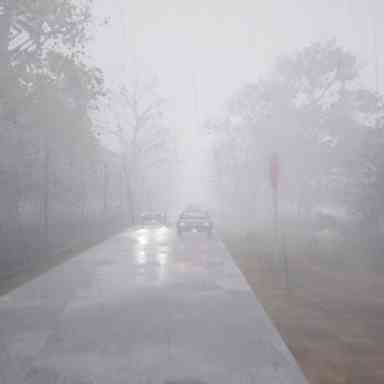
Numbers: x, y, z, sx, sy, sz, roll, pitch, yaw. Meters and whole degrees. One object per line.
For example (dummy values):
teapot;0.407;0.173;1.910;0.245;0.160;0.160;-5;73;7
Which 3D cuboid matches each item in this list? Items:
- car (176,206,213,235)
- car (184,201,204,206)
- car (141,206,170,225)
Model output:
car;0.137;1.696;19.226;1.895;1.301;4.718;0;-1;0
car;0.216;1.782;37.071;1.837;1.490;4.892;0;-1;0
car;-2.788;1.763;25.900;1.895;1.301;4.718;0;-1;0
